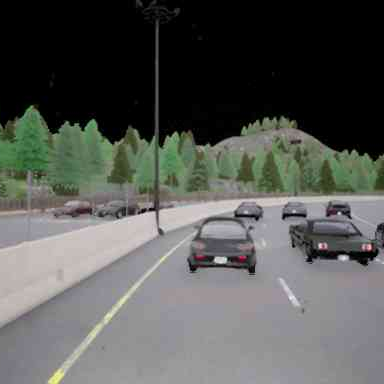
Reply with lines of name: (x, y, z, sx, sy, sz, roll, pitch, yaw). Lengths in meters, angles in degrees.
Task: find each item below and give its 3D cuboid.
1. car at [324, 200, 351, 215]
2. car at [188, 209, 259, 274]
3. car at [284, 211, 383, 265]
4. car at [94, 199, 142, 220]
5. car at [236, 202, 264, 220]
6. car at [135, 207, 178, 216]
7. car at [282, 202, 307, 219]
car: (12.728, 1.469, 29.103, 1.837, 1.490, 4.892, 0, 0, 20)
car: (0.985, 1.498, 10.449, 1.812, 1.442, 4.674, 0, 0, 7)
car: (4.642, 1.584, 11.703, 1.895, 1.301, 4.718, 0, 0, 8)
car: (-6.179, 1.405, 28.414, 1.837, 1.490, 4.892, 0, 0, 17)
car: (4.742, 1.502, 27.315, 1.994, 1.385, 4.181, 0, 0, 18)
car: (-2.715, 1.512, 27.797, 1.895, 1.301, 4.718, 0, 0, 17)
car: (8.816, 1.514, 28.526, 1.994, 1.385, 4.181, 0, 0, 18)
